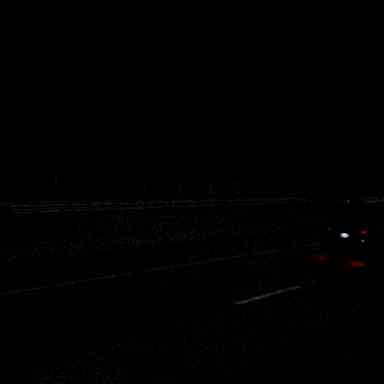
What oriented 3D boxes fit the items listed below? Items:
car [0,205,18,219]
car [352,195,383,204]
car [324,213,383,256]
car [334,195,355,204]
[{"bbox_3d":[-9.835,1.351,14.173,4.553,1.767,2.097,0,0,-35],"label":"car"},{"bbox_3d":[22.447,1.397,41.475,4.674,1.442,1.812,0,0,-35],"label":"car"},{"bbox_3d":[7.117,1.522,13.120,4.181,1.385,1.994,0,0,-35],"label":"car"},{"bbox_3d":[21.261,1.221,44.924,4.553,1.767,2.097,0,0,-35],"label":"car"}]
